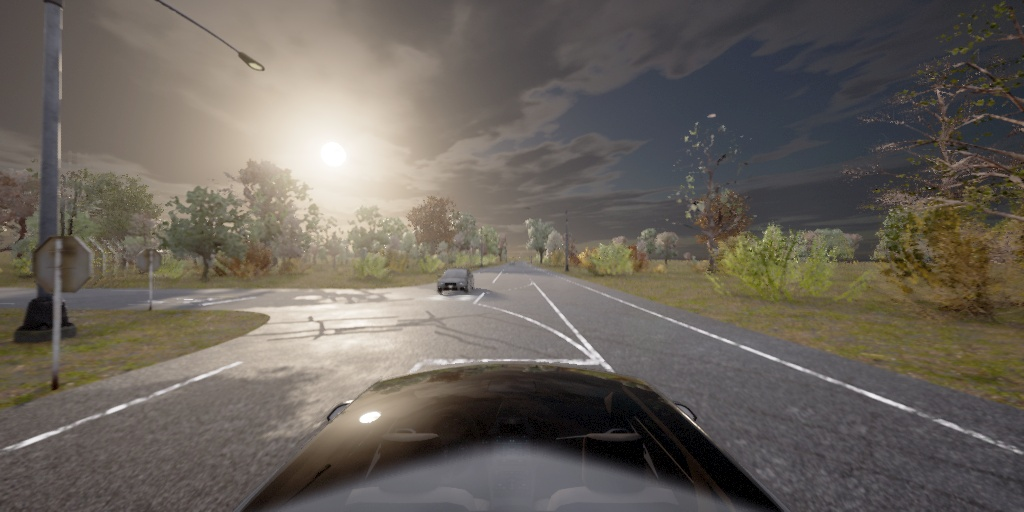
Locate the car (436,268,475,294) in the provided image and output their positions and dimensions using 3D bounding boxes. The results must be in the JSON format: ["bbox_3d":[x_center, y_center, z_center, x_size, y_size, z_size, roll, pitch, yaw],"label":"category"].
[{"bbox_3d":[-3.432,1.500,22.527,1.837,1.490,4.892,0,-1,0],"label":"car"}]
